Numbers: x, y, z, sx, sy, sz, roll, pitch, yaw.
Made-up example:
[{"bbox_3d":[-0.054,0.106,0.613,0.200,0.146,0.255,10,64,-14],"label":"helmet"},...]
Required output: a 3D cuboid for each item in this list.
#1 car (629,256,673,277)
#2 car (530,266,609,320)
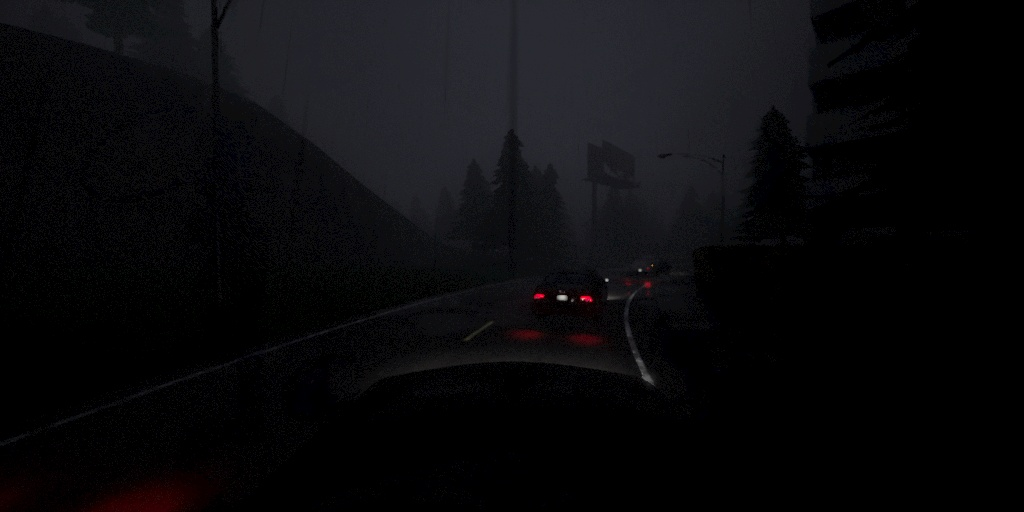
[{"bbox_3d":[9.988,0.681,25.802,1.812,1.442,4.674,1,2,38],"label":"car"},{"bbox_3d":[2.015,1.042,11.498,2.033,1.411,5.357,1,2,17],"label":"car"}]
